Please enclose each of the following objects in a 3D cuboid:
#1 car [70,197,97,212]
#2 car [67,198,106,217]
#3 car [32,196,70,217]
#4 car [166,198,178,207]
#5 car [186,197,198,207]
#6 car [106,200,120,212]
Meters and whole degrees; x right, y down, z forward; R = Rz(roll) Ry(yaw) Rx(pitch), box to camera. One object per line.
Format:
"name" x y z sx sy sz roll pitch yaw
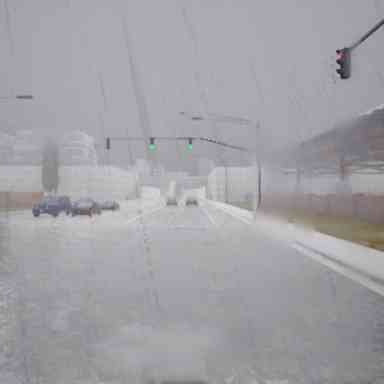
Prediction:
"car" -14.046 1.570 43.304 2.097 1.767 4.553 0 0 0
"car" -10.545 1.654 33.634 1.882 1.535 5.008 0 0 0
"car" -14.036 1.400 33.853 2.150 2.045 5.566 0 0 0
"car" -3.524 1.774 59.046 2.128 1.511 4.902 0 0 0
"car" -0.024 1.634 59.018 2.097 1.767 4.553 0 0 0
"car" -10.559 1.778 42.627 1.994 1.385 4.181 0 0 0
